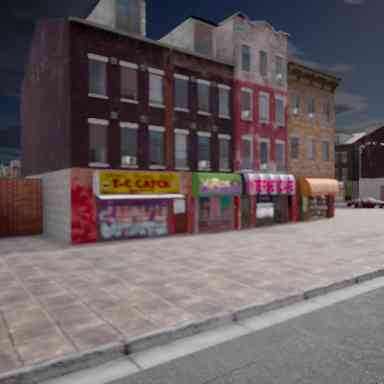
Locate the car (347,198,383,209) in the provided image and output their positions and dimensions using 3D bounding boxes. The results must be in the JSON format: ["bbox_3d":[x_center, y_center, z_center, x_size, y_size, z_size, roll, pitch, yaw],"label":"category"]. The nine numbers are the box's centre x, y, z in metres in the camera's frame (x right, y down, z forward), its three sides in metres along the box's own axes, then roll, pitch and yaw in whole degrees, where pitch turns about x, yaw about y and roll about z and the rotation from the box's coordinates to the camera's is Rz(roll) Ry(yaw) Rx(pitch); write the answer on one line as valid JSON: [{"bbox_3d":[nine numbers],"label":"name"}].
[{"bbox_3d":[20.762,1.323,39.402,1.887,1.381,4.507,-2,0,-36],"label":"car"}]
